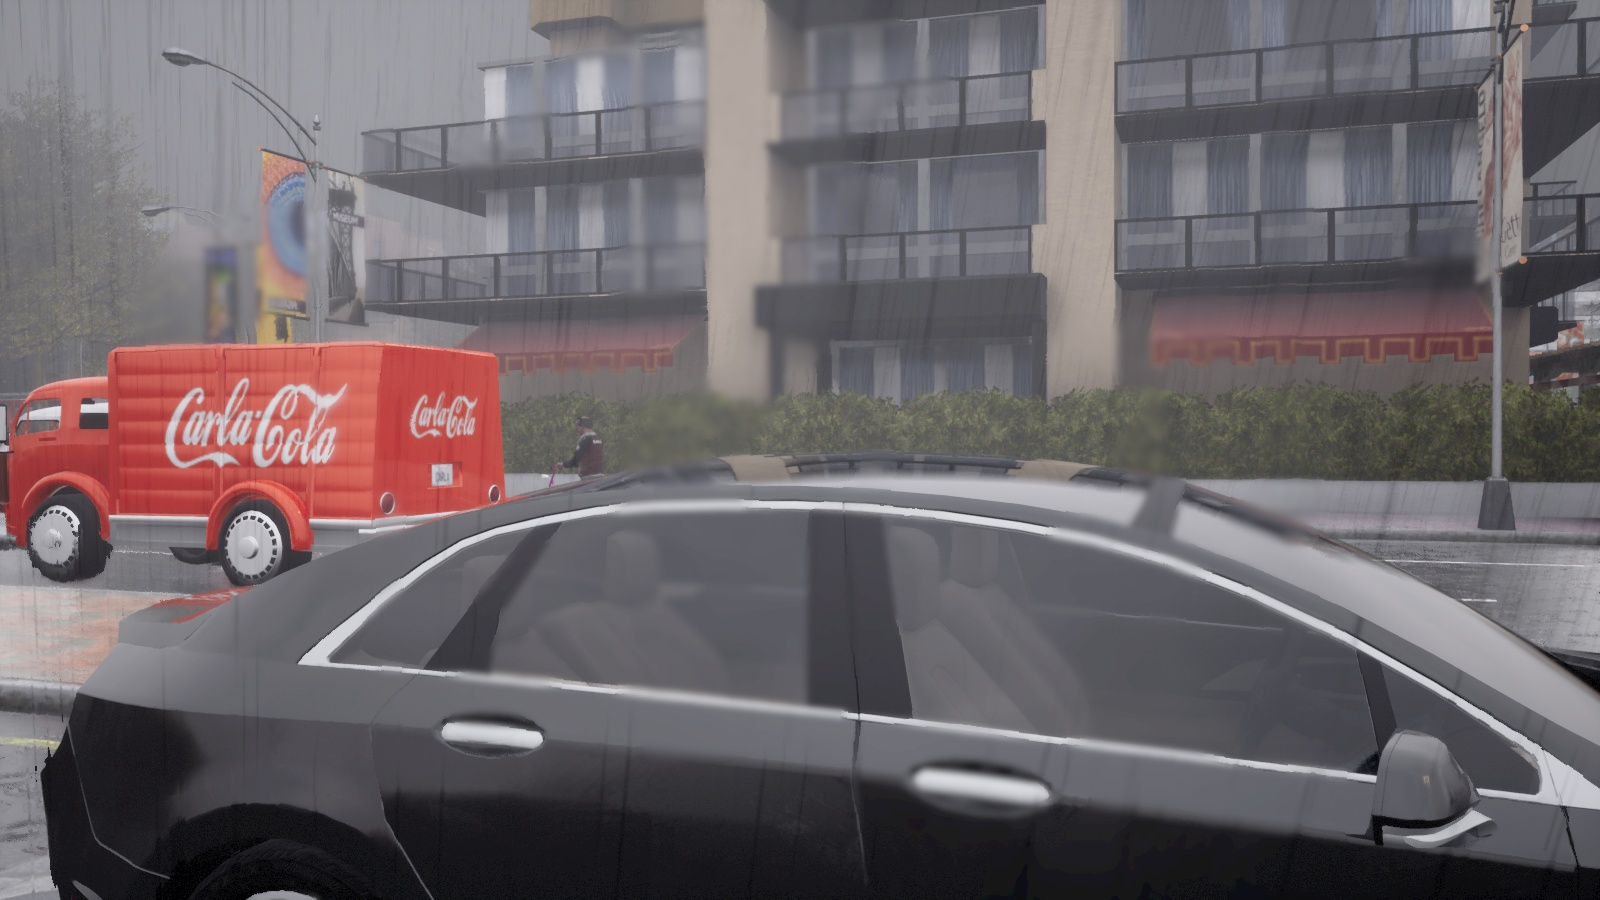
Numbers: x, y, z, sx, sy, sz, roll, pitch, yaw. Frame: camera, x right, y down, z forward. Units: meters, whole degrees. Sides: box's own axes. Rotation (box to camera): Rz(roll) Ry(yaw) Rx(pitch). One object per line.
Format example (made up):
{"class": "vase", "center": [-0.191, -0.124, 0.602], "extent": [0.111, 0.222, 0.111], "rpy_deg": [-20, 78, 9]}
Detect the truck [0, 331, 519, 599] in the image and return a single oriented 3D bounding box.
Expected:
{"class": "truck", "center": [-6.039, 0.099, 13.653], "extent": [5.204, 2.467, 2.627], "rpy_deg": [1, 1, 19]}

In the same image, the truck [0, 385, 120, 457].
{"class": "truck", "center": [-42.201, -1.612, 69.671], "extent": [8.468, 3.827, 2.891], "rpy_deg": [1, 1, 19]}

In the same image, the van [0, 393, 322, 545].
{"class": "van", "center": [-9.596, 0.218, 18.508], "extent": [4.480, 2.038, 2.069], "rpy_deg": [1, 1, 19]}

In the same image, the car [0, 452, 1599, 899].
{"class": "car", "center": [0.540, 0.785, 3.011], "extent": [4.892, 1.490, 1.837], "rpy_deg": [1, 1, 19]}
